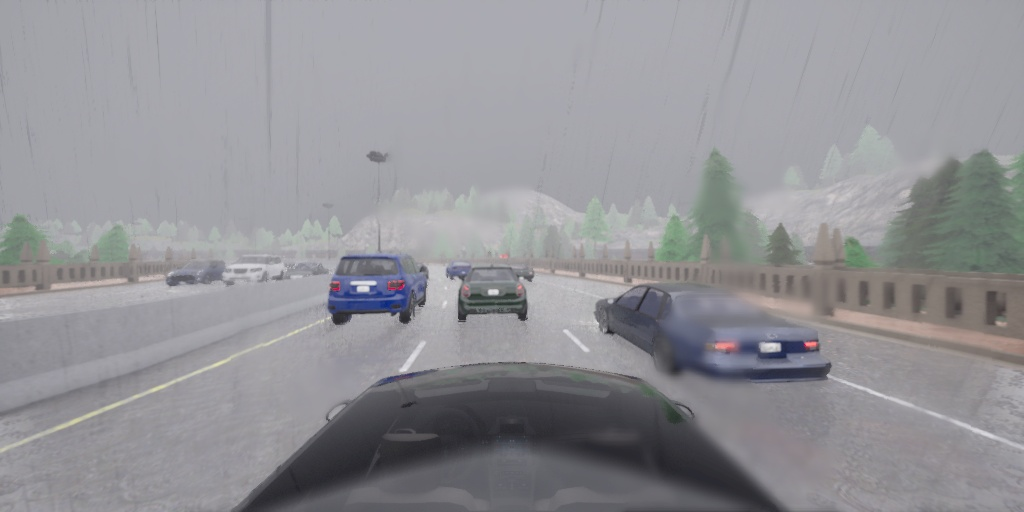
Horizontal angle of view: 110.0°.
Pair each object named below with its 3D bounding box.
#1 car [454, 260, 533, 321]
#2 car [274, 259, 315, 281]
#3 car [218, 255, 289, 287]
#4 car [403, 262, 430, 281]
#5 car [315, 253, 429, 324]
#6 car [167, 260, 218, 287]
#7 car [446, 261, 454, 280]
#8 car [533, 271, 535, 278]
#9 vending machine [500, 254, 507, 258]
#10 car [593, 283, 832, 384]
[{"bbox_3d":[-0.774,1.051,12.424,2.097,1.767,4.553,0,0,-6],"label":"car"},{"bbox_3d":[-13.925,1.206,24.452,2.128,1.511,4.902,0,0,-15],"label":"car"},{"bbox_3d":[-17.640,0.956,24.941,2.150,2.045,5.566,0,0,-17],"label":"car"},{"bbox_3d":[-7.994,1.229,29.745,1.994,1.385,4.181,0,0,-17],"label":"car"},{"bbox_3d":[-4.189,0.937,12.016,2.150,2.045,5.566,0,0,-7],"label":"car"},{"bbox_3d":[-21.225,1.108,24.551,2.097,1.767,4.553,0,0,-17],"label":"car"},{"bbox_3d":[-4.435,1.121,30.072,1.882,1.535,5.008,0,0,-16],"label":"car"},{"bbox_3d":[0.135,1.233,26.826,1.895,1.301,4.718,0,0,-14],"label":"car"},{"bbox_3d":[-1.179,0.736,52.487,1.100,2.100,0.880,0,0,-27],"label":"vending machine"},{"bbox_3d":[3.272,1.256,7.289,2.033,1.411,5.357,0,0,-4],"label":"car"}]
